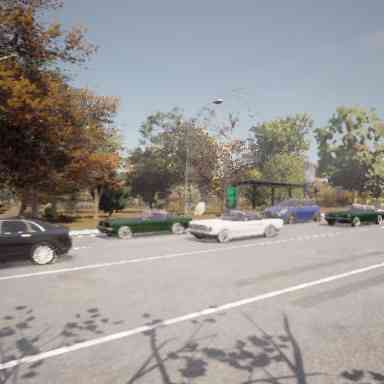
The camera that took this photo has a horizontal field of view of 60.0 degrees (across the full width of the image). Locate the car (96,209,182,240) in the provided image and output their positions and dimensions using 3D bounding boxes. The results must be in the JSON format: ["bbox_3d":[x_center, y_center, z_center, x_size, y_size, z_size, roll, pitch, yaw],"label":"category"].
[{"bbox_3d":[-2.364,1.580,17.033,4.718,1.301,1.895,0,0,-35],"label":"car"}]

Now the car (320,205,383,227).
[{"bbox_3d":[10.920,1.539,22.167,4.718,1.301,1.895,0,0,-35],"label":"car"}]

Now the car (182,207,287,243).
[{"bbox_3d":[2.125,1.572,15.935,4.718,1.301,1.895,0,0,-35],"label":"car"}]

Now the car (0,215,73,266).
[{"bbox_3d":[-6.173,1.504,10.026,4.892,1.490,1.837,1,0,-35],"label":"car"}]

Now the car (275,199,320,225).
[{"bbox_3d":[7.188,1.300,23.820,4.553,1.767,2.097,0,0,-35],"label":"car"}]
